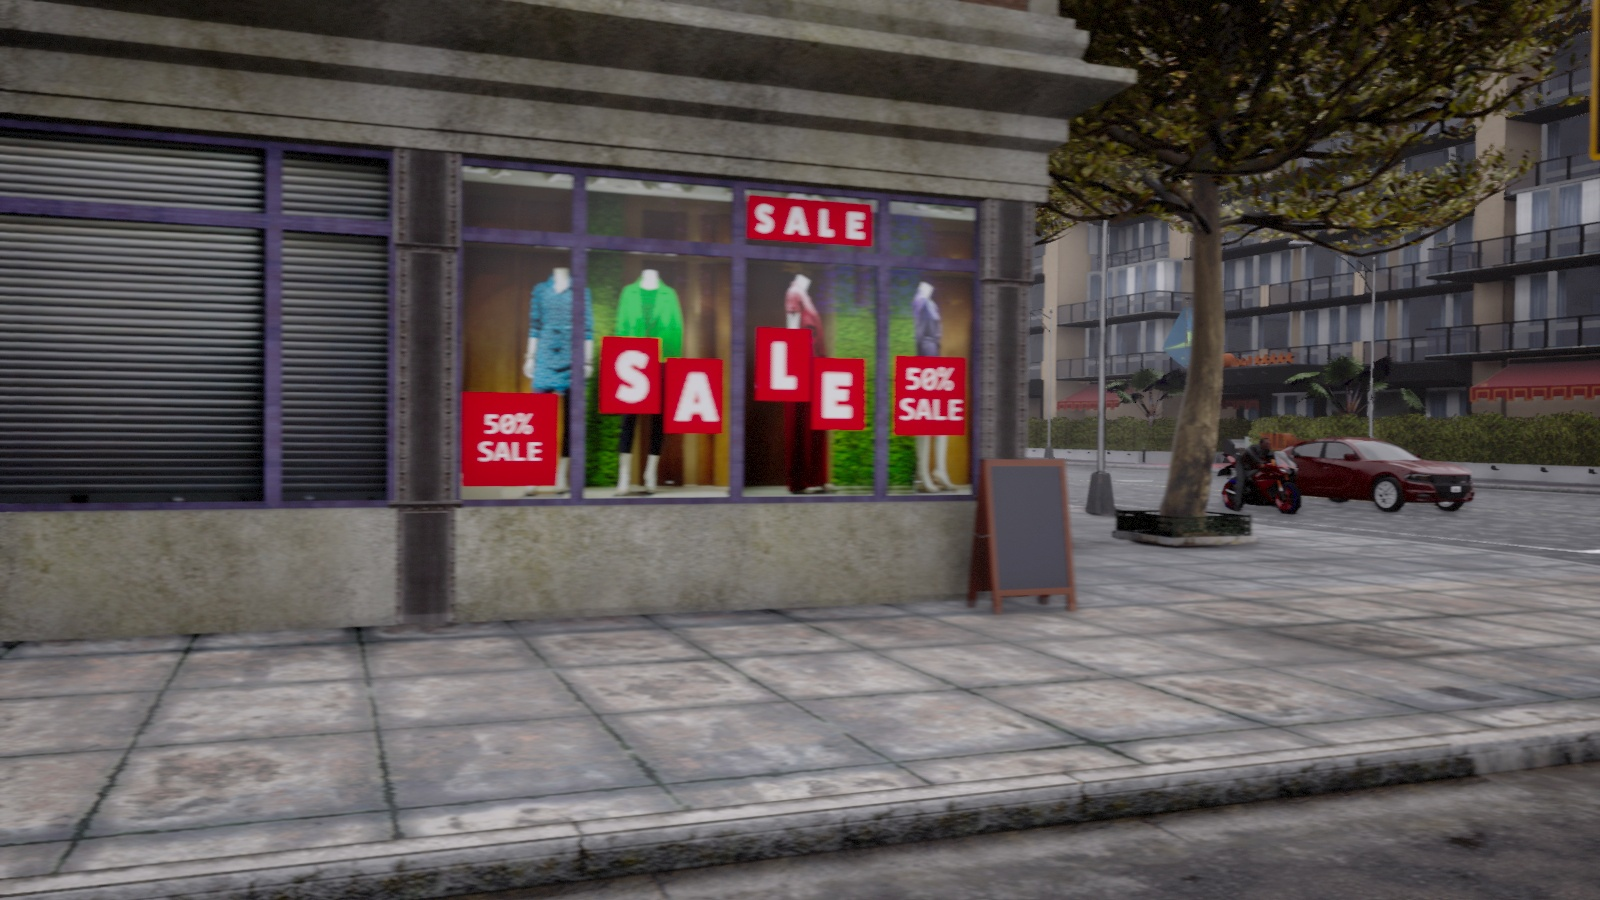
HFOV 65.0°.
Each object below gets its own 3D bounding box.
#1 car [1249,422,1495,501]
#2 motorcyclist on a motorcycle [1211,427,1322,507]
[{"bbox_3d":[12.306,0.196,27.462,1.882,1.535,5.008,-1,1,-21],"label":"car"},{"bbox_3d":[9.376,0.319,25.343,0.866,1.530,2.191,-1,1,-21],"label":"motorcyclist on a motorcycle"}]
